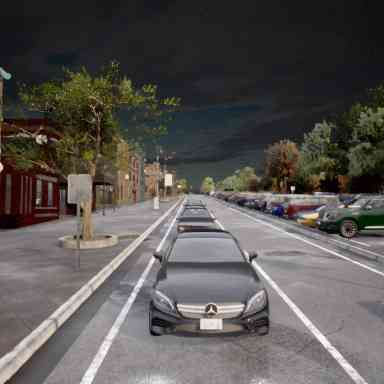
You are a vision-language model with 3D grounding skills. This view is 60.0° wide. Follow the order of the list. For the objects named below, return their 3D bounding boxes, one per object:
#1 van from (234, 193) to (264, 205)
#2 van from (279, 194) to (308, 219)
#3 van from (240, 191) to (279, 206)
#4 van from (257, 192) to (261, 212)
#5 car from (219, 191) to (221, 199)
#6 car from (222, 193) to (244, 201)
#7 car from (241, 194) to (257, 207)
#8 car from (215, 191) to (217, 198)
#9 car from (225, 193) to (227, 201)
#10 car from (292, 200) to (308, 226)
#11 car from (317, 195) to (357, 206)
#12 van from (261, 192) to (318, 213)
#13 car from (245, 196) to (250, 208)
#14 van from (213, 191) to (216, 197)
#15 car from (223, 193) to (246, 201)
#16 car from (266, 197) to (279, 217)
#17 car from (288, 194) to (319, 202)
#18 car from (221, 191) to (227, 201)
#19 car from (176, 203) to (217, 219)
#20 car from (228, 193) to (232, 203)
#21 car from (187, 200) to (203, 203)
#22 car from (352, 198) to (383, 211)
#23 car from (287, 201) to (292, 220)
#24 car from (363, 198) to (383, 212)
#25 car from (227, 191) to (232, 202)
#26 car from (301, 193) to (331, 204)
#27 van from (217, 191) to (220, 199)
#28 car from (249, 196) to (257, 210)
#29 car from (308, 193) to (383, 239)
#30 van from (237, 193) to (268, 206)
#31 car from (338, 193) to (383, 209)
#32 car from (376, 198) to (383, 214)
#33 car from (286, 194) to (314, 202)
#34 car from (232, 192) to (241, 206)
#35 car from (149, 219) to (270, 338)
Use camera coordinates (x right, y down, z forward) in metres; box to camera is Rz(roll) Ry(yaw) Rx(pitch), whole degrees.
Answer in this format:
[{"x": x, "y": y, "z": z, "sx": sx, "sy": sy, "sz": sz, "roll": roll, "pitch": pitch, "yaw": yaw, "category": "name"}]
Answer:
[{"x": 9.160, "y": 1.095, "z": 53.473, "sx": 4.442, "sy": 1.987, "sz": 1.878, "roll": 0, "pitch": 1, "yaw": 0, "category": "van"}, {"x": 9.347, "y": 1.241, "z": 25.434, "sx": 4.442, "sy": 1.987, "sz": 1.878, "roll": 0, "pitch": 0, "yaw": 0, "category": "van"}, {"x": 9.216, "y": 1.169, "z": 45.066, "sx": 4.442, "sy": 1.987, "sz": 1.878, "roll": 0, "pitch": 0, "yaw": 0, "category": "van"}, {"x": 9.291, "y": 1.227, "z": 33.845, "sx": 4.442, "sy": 1.987, "sz": 1.878, "roll": 0, "pitch": 0, "yaw": 0, "category": "van"}, {"x": 8.921, "y": 0.947, "z": 67.488, "sx": 5.566, "sy": 2.045, "sz": 2.435, "roll": 0, "pitch": 1, "yaw": 0, "category": "car"}, {"x": 8.880, "y": 1.023, "z": 73.095, "sx": 4.553, "sy": 1.767, "sz": 2.185, "roll": 0, "pitch": 1, "yaw": 0, "category": "car"}, {"x": 9.124, "y": 1.414, "z": 42.259, "sx": 4.892, "sy": 1.521, "sz": 2.231, "roll": 0, "pitch": 0, "yaw": 0, "category": "car"}, {"x": 8.850, "y": 1.075, "z": 81.505, "sx": 5.008, "sy": 1.535, "sz": 2.097, "roll": 0, "pitch": 1, "yaw": 0, "category": "car"}, {"x": 8.984, "y": 1.287, "z": 61.884, "sx": 4.674, "sy": 1.452, "sz": 2.002, "roll": 0, "pitch": 1, "yaw": 0, "category": "car"}, {"x": 9.083, "y": 1.468, "z": 19.826, "sx": 5.366, "sy": 1.575, "sz": 1.946, "roll": 0, "pitch": 0, "yaw": 0, "category": "car"}, {"x": 22.324, "y": 1.339, "z": 51.296, "sx": 5.366, "sy": 1.575, "sz": 1.946, "roll": 0, "pitch": 1, "yaw": 0, "category": "car"}, {"x": 9.077, "y": 1.234, "z": 31.042, "sx": 4.442, "sy": 1.987, "sz": 1.878, "roll": 0, "pitch": 0, "yaw": 0, "category": "van"}, {"x": 9.134, "y": 1.471, "z": 39.456, "sx": 4.674, "sy": 1.452, "sz": 2.002, "roll": 0, "pitch": 0, "yaw": 0, "category": "car"}, {"x": 8.682, "y": 0.776, "z": 89.912, "sx": 4.442, "sy": 1.987, "sz": 1.878, "roll": 0, "pitch": 1, "yaw": 0, "category": "van"}, {"x": 8.899, "y": 1.048, "z": 70.292, "sx": 4.553, "sy": 1.767, "sz": 2.185, "roll": 0, "pitch": 1, "yaw": 0, "category": "car"}, {"x": 9.207, "y": 1.464, "z": 28.236, "sx": 5.008, "sy": 1.535, "sz": 2.097, "roll": 0, "pitch": 0, "yaw": 0, "category": "car"}, {"x": 21.860, "y": 1.217, "z": 65.171, "sx": 5.366, "sy": 1.575, "sz": 1.946, "roll": 0, "pitch": 0, "yaw": 0, "category": "car"}, {"x": 8.939, "y": 0.971, "z": 64.685, "sx": 5.566, "sy": 2.045, "sz": 2.435, "roll": 0, "pitch": 1, "yaw": 0, "category": "car"}, {"x": 0.200, "y": 1.534, "z": 17.400, "sx": 2.033, "sy": 1.411, "sz": 5.357, "roll": 0, "pitch": 0, "yaw": 0, "category": "car"}, {"x": 9.018, "y": 1.298, "z": 56.278, "sx": 4.892, "sy": 1.521, "sz": 2.231, "roll": 0, "pitch": 1, "yaw": 0, "category": "car"}, {"x": 0.232, "y": 1.446, "z": 29.848, "sx": 2.128, "sy": 1.511, "sz": 4.902, "roll": 0, "pitch": 0, "yaw": 0, "category": "car"}, {"x": 22.241, "y": 1.457, "z": 40.192, "sx": 4.792, "sy": 1.488, "sz": 2.163, "roll": 0, "pitch": 0, "yaw": 0, "category": "car"}, {"x": 9.252, "y": 1.509, "z": 22.630, "sx": 4.674, "sy": 1.452, "sz": 2.002, "roll": 0, "pitch": 0, "yaw": 0, "category": "car"}, {"x": 22.201, "y": 1.473, "z": 37.409, "sx": 4.792, "sy": 1.488, "sz": 2.163, "roll": 0, "pitch": 0, "yaw": 0, "category": "car"}, {"x": 9.037, "y": 1.146, "z": 59.080, "sx": 4.553, "sy": 1.767, "sz": 2.185, "roll": 0, "pitch": 1, "yaw": 0, "category": "car"}, {"x": 22.113, "y": 1.143, "z": 59.622, "sx": 4.553, "sy": 1.767, "sz": 2.185, "roll": 0, "pitch": 0, "yaw": 0, "category": "car"}, {"x": 8.758, "y": 0.874, "z": 78.700, "sx": 4.442, "sy": 1.987, "sz": 1.878, "roll": 0, "pitch": 0, "yaw": 0, "category": "van"}, {"x": 9.185, "y": 1.474, "z": 36.648, "sx": 4.792, "sy": 1.488, "sz": 2.163, "roll": 0, "pitch": 0, "yaw": 0, "category": "car"}, {"x": 9.259, "y": 1.223, "z": 17.023, "sx": 5.566, "sy": 2.045, "sz": 2.435, "roll": 0, "pitch": 0, "yaw": 0, "category": "car"}, {"x": 9.178, "y": 1.120, "z": 50.670, "sx": 4.442, "sy": 1.987, "sz": 1.878, "roll": 0, "pitch": 1, "yaw": 0, "category": "van"}, {"x": 22.165, "y": 1.159, "z": 42.965, "sx": 5.566, "sy": 2.045, "sz": 2.435, "roll": 0, "pitch": 0, "yaw": 0, "category": "car"}, {"x": 22.434, "y": 1.448, "z": 34.638, "sx": 5.366, "sy": 1.575, "sz": 1.946, "roll": 0, "pitch": 0, "yaw": 0, "category": "car"}, {"x": 22.032, "y": 1.197, "z": 67.949, "sx": 4.892, "sy": 1.521, "sz": 2.231, "roll": 0, "pitch": 1, "yaw": 0, "category": "car"}, {"x": 9.052, "y": 1.119, "z": 47.865, "sx": 5.566, "sy": 2.045, "sz": 2.435, "roll": 0, "pitch": 1, "yaw": 0, "category": "car"}, {"x": 0.256, "y": 1.525, "z": 6.821, "sx": 1.812, "sy": 1.442, "sz": 4.674, "roll": 0, "pitch": 0, "yaw": 0, "category": "car"}]
